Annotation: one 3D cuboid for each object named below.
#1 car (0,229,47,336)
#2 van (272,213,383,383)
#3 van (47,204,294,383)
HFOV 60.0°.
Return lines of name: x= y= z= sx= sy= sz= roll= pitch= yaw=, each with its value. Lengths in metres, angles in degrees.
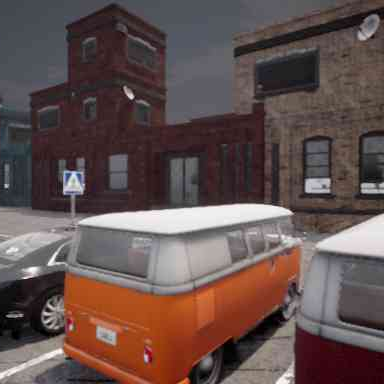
car: x=-1.984 y=1.419 z=6.731 sx=2.231 sy=1.521 sz=4.892 roll=1 pitch=1 yaw=35
van: x=2.629 y=1.253 z=3.622 sx=1.878 sy=1.987 sz=4.442 roll=1 pitch=1 yaw=35
van: x=0.359 y=1.223 z=5.226 sx=1.878 sy=1.987 sz=4.442 roll=1 pitch=0 yaw=35
